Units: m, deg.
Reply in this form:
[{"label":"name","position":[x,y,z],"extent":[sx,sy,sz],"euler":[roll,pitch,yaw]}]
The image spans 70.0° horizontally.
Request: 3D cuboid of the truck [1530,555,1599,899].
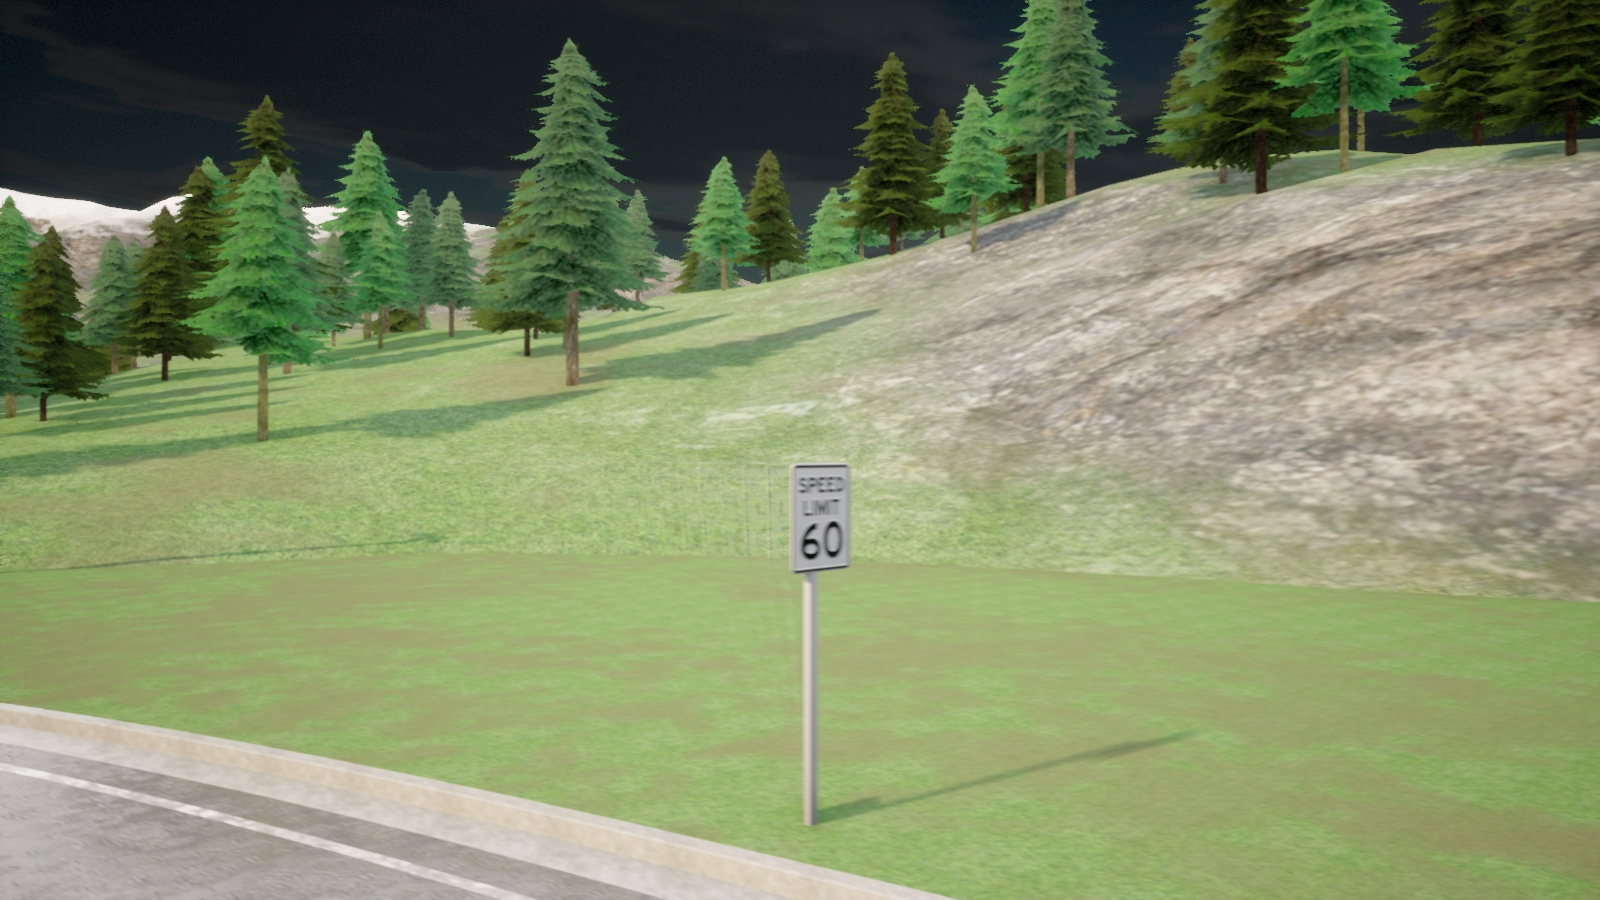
[{"label":"truck","position":[3.860,1.568,1.078],"extent":[5.204,2.467,2.627],"euler":[0,0,36]}]
